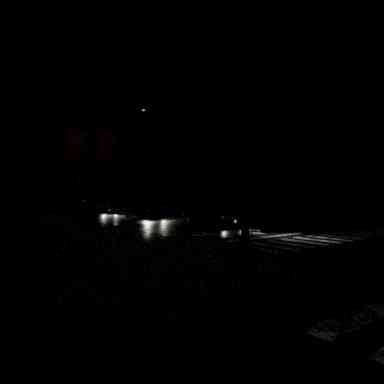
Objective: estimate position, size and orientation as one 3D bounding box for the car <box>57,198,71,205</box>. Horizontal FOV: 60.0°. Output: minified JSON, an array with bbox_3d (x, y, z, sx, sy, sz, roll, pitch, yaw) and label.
[{"bbox_3d":[-25.088,1.819,65.136,1.994,1.385,4.181,0,0,-36],"label":"car"}]

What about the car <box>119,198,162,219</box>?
[{"bbox_3d":[-4.575,1.579,30.631,1.882,1.535,5.008,0,0,-35],"label":"car"}]

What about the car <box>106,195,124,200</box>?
[{"bbox_3d":[-12.723,1.423,53.472,2.150,2.045,5.566,0,0,-35],"label":"car"}]

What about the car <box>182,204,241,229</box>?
[{"bbox_3d":[1.246,1.554,22.518,2.128,1.511,4.902,0,0,-36],"label":"car"}]

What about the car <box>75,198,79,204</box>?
[{"bbox_3d":[-21.818,1.760,66.155,1.837,1.490,4.892,0,0,-36],"label":"car"}]

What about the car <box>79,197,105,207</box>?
[{"bbox_3d":[-15.607,1.797,51.922,1.895,1.301,4.718,0,0,-36],"label":"car"}]

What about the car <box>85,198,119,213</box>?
[{"bbox_3d":[-10.475,1.741,38.867,1.895,1.301,4.718,0,0,-36],"label":"car"}]
